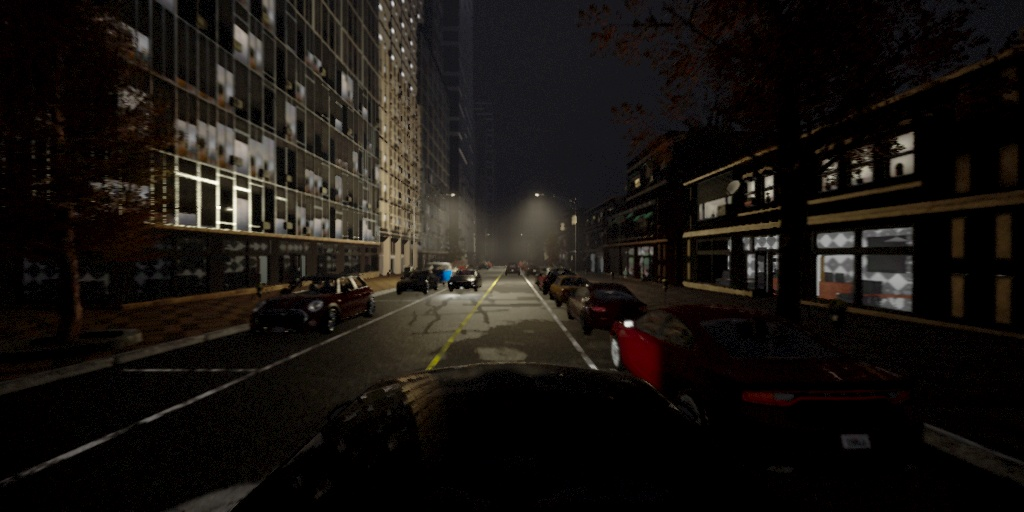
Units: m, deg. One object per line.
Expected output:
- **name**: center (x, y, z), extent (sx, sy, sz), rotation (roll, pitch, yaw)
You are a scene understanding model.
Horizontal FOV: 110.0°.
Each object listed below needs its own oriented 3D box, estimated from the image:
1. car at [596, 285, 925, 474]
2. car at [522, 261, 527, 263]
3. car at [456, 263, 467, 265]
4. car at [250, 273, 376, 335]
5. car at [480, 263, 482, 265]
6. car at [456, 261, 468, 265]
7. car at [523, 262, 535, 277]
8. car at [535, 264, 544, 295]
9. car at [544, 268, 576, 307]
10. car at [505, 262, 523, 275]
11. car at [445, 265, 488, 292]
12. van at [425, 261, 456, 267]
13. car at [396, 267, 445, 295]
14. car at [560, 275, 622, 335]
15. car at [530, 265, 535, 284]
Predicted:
- **car**: center (2.689, 1.333, 5.016), extent (1.888, 1.381, 4.507), rotation (0, 0, 0)
- **car**: center (2.679, 1.749, 50.165), extent (1.967, 1.591, 4.097), rotation (0, 0, 0)
- **car**: center (-5.682, 1.663, 33.288), extent (2.007, 1.370, 4.403), rotation (0, 0, 0)
- **car**: center (-5.660, 1.292, 10.713), extent (1.967, 1.591, 4.097), rotation (0, 0, 0)
- **car**: center (-5.702, 1.875, 50.219), extent (1.948, 1.339, 4.313), rotation (0, 0, 0)
- **car**: center (-5.708, 1.493, 38.932), extent (2.192, 1.841, 5.009), rotation (0, 0, 0)
- **car**: center (2.680, 1.809, 44.522), extent (1.948, 1.339, 4.313), rotation (0, 0, 0)
- **car**: center (2.685, 1.422, 21.947), extent (1.967, 1.591, 4.097), rotation (0, 0, 0)
- **car**: center (2.687, 1.442, 16.473), extent (1.751, 1.417, 4.829), rotation (0, 0, 0)
- **car**: center (0.090, 1.845, 47.786), extent (1.994, 1.385, 4.181), rotation (0, -1, 0)
- **car**: center (-3.005, 1.553, 24.050), extent (2.033, 1.411, 5.357), rotation (0, -1, 0)
- **van**: center (-5.667, 1.388, 27.644), extent (1.690, 1.789, 3.998), rotation (0, 0, 0)
- **car**: center (-5.662, 1.548, 22.001), extent (1.948, 1.339, 4.313), rotation (0, 0, 0)
- **car**: center (2.688, 1.434, 10.660), extent (1.802, 1.307, 4.207), rotation (0, 0, 0)
- **car**: center (2.684, 1.613, 27.591), extent (1.948, 1.339, 4.313), rotation (0, 0, 0)
